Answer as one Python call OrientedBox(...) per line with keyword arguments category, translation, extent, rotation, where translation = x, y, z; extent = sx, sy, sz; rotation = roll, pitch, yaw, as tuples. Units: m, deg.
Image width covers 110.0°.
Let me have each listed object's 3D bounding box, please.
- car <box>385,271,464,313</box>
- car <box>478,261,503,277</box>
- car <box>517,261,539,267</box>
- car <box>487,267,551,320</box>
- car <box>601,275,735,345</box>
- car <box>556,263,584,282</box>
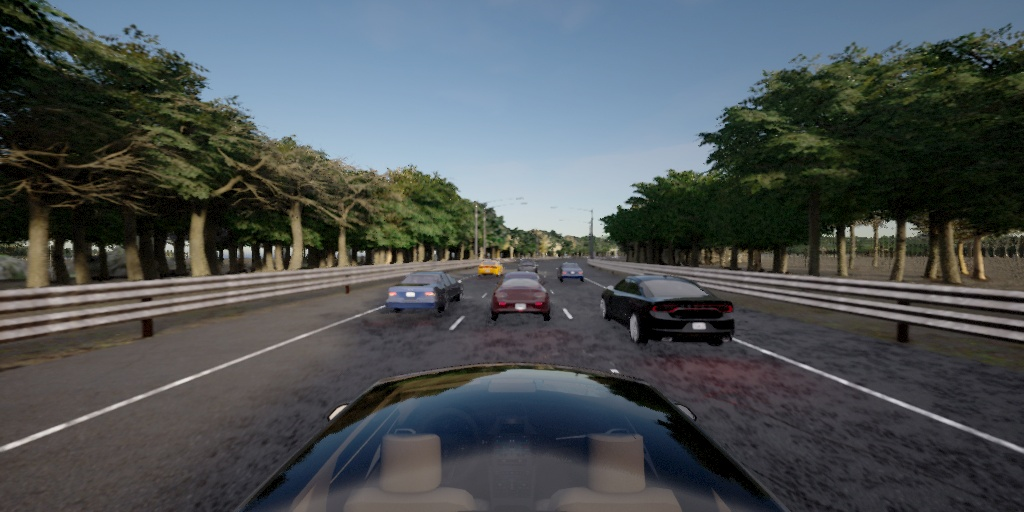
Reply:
OrientedBox(category="car", translation=(-3.165, 1.282, 13.996), extent=(2.033, 1.411, 5.357), rotation=(0, 0, 2))
OrientedBox(category="car", translation=(-1.982, 1.191, 34.182), extent=(1.882, 1.535, 5.008), rotation=(0, 0, 5))
OrientedBox(category="car", translation=(1.529, 1.209, 34.168), extent=(2.128, 1.511, 4.902), rotation=(0, 0, 5))
OrientedBox(category="car", translation=(0.307, 1.266, 12.453), extent=(1.812, 1.442, 4.674), rotation=(0, 0, 2))
OrientedBox(category="car", translation=(3.727, 1.225, 9.519), extent=(1.882, 1.535, 5.008), rotation=(0, 0, 1))
OrientedBox(category="car", translation=(4.610, 1.275, 28.726), extent=(2.033, 1.411, 5.357), rotation=(0, 0, 4))
